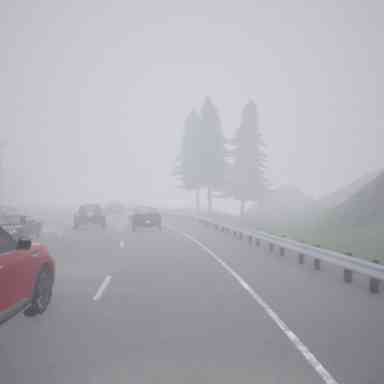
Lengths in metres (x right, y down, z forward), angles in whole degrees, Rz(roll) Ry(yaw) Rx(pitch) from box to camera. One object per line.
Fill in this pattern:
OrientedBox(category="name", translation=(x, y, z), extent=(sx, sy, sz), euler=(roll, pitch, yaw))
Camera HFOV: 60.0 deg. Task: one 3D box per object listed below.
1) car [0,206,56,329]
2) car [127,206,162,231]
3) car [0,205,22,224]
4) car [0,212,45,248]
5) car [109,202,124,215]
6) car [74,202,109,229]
OrientedBox(category="car", translation=(-3.764, 1.287, 4.536), extent=(2.150, 2.045, 5.566), euler=(0, -1, -4))
OrientedBox(category="car", translation=(-3.322, 1.706, 22.778), extent=(1.882, 1.535, 5.008), euler=(0, -1, -15))
OrientedBox(category="car", translation=(-16.402, 1.915, 29.274), extent=(2.033, 1.411, 5.357), euler=(0, -1, -21))
OrientedBox(category="car", translation=(-8.999, 1.810, 16.850), extent=(1.895, 1.301, 4.718), euler=(0, -1, -12))
OrientedBox(category="car", translation=(-9.418, 1.914, 40.027), extent=(2.128, 1.511, 4.902), euler=(0, -1, -22))
OrientedBox(category="car", translation=(-7.454, 1.621, 24.473), extent=(2.097, 1.767, 4.553), euler=(0, -1, -16))
